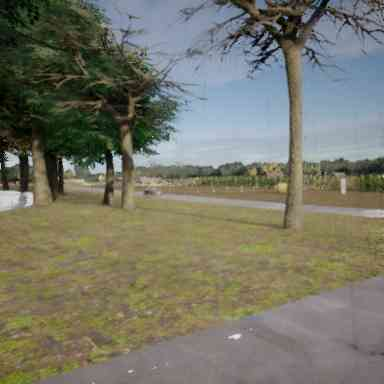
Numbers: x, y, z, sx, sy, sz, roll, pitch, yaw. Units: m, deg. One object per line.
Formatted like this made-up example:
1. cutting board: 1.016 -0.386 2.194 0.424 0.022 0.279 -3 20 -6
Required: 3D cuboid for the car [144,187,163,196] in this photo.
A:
1. car: -6.845 -0.103 58.327 1.812 1.442 4.674 -2 4 -36
